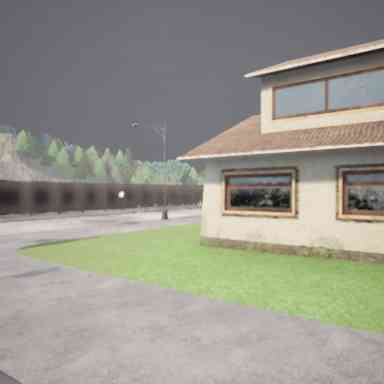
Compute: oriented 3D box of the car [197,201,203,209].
[{"bbox_3d":[2.519,1.506,43.620,1.812,1.442,4.674,0,0,36],"label":"car"}]
